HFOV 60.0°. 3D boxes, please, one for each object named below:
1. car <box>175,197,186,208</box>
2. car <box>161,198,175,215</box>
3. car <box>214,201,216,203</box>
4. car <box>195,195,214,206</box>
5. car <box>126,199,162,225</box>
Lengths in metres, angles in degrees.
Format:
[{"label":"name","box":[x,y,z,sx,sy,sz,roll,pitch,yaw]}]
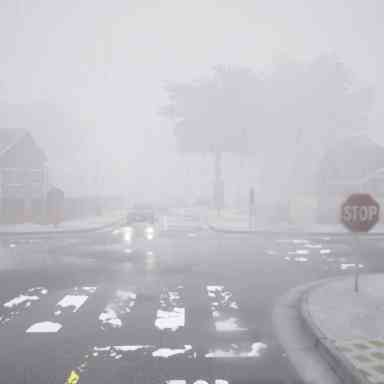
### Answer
[{"label":"car","box":[-1.992,1.539,48.868,1.837,1.490,4.892,0,1,7]},{"label":"car","box":[-3.242,1.493,34.876,1.882,1.535,5.008,0,0,3]},{"label":"car","box":[3.785,1.417,66.330,2.097,1.767,4.553,1,0,13]},{"label":"car","box":[1.923,1.417,56.588,2.097,1.767,4.553,0,0,10]},{"label":"car","box":[-3.519,1.510,24.358,1.837,1.490,4.892,0,0,0]}]
